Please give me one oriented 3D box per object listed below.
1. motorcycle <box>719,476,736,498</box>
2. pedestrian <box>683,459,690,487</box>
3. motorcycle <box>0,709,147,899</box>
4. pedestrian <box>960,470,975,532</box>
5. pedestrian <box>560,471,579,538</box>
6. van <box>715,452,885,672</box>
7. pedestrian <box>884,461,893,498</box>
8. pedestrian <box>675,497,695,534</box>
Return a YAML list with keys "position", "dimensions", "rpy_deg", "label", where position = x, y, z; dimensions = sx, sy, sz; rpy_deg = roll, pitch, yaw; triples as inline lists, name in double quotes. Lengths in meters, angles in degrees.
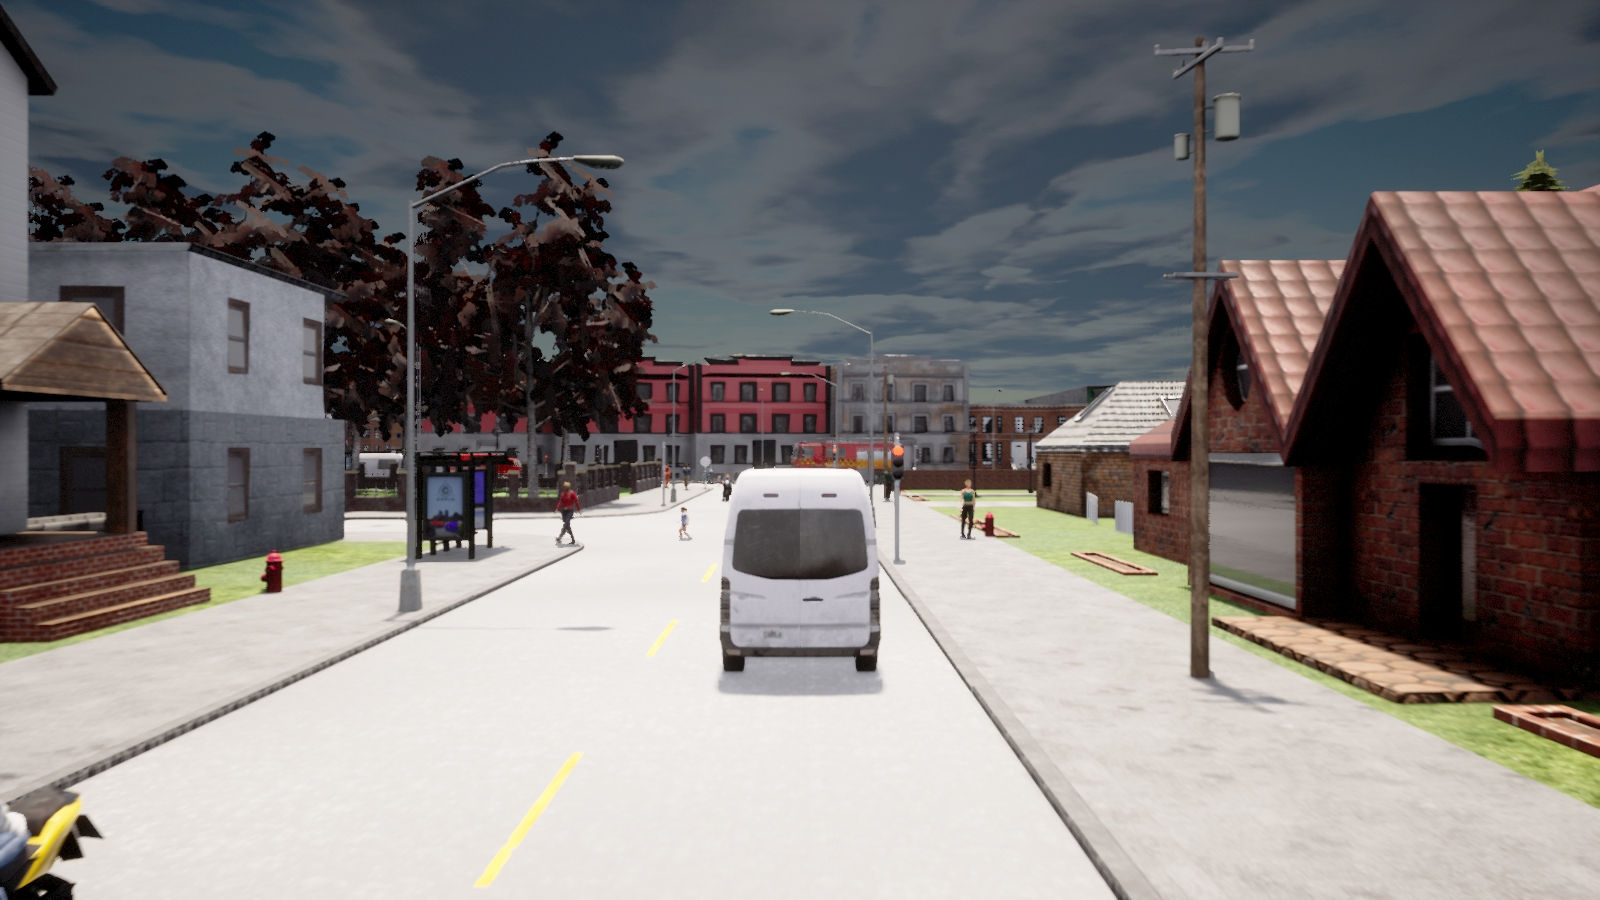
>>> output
- position: [-3.951, 1.993, 62.432]
  dimensions: [0.803, 1.145, 2.033]
  rpy_deg: [0, 0, 1]
  label: "motorcycle"
- position: [-7.524, 1.526, 75.729]
  dimensions: [0.375, 1.860, 0.375]
  rpy_deg: [0, 0, 0]
  label: "pedestrian"
- position: [-3.987, 1.993, 5.257]
  dimensions: [0.803, 1.145, 2.033]
  rpy_deg: [0, 0, 0]
  label: "motorcycle"
- position: [5.037, 1.524, 34.407]
  dimensions: [0.375, 1.860, 0.375]
  rpy_deg: [0, 0, -5]
  label: "pedestrian"
- position: [-6.444, 1.518, 31.906]
  dimensions: [0.375, 1.860, 0.375]
  rpy_deg: [0, 0, 21]
  label: "pedestrian"
- position: [-0.005, 1.314, 16.293]
  dimensions: [1.988, 2.561, 5.915]
  rpy_deg: [0, 0, 0]
  label: "van"
- position: [4.579, 1.524, 59.127]
  dimensions: [0.375, 1.860, 0.375]
  rpy_deg: [0, 0, -9]
  label: "pedestrian"
- position: [-3.557, 2.009, 35.307]
  dimensions: [0.500, 1.100, 0.500]
  rpy_deg: [0, 0, -24]
  label: "pedestrian"
